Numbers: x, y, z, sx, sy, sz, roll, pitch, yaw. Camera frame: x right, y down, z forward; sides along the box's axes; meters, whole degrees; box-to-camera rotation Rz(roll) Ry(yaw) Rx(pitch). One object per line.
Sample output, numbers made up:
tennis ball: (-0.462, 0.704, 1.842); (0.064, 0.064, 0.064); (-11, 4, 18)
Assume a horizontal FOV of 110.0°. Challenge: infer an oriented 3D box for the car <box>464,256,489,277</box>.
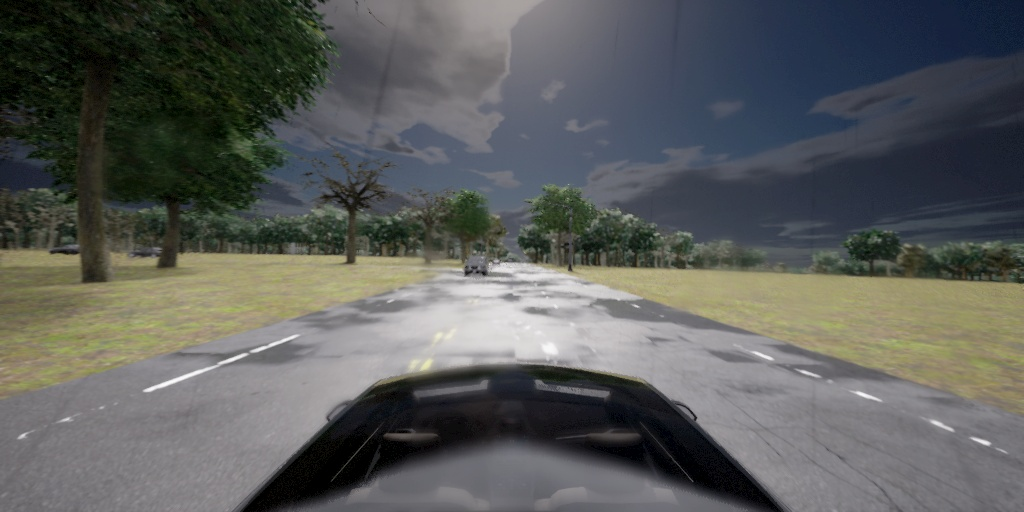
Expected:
car: (-3.538, 1.013, 36.433); (2.150, 2.045, 5.566); (1, 1, 0)
